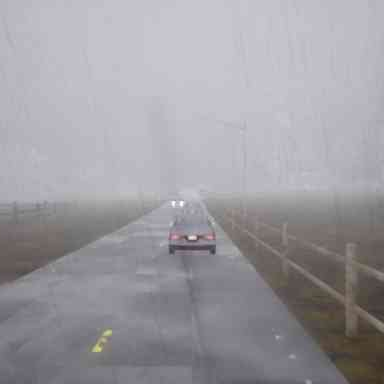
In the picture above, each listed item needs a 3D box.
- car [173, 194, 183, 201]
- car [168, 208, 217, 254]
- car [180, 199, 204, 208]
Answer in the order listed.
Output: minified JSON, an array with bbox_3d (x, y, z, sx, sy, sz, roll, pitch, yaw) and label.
[{"bbox_3d":[-2.687,1.035,64.580,1.895,1.301,4.718,0,1,0],"label":"car"},{"bbox_3d":[0.015,1.628,13.963,2.033,1.411,5.357,0,0,0],"label":"car"},{"bbox_3d":[0.030,1.608,28.958,2.033,1.411,5.357,0,0,0],"label":"car"}]
